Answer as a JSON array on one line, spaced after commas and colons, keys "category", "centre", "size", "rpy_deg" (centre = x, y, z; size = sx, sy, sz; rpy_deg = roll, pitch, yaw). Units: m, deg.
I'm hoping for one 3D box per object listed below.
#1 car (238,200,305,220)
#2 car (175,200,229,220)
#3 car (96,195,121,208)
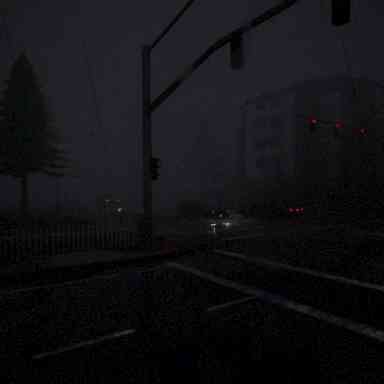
[{"category": "car", "centre": [6.043, 1.344, 25.855], "size": [2.033, 1.411, 5.357], "rpy_deg": [-1, 0, -37]}, {"category": "car", "centre": [0.674, 1.382, 26.967], "size": [2.033, 1.411, 5.357], "rpy_deg": [-1, 0, -34]}, {"category": "car", "centre": [-11.247, 1.179, 44.763], "size": [2.097, 1.767, 4.553], "rpy_deg": [-1, 1, -34]}]
